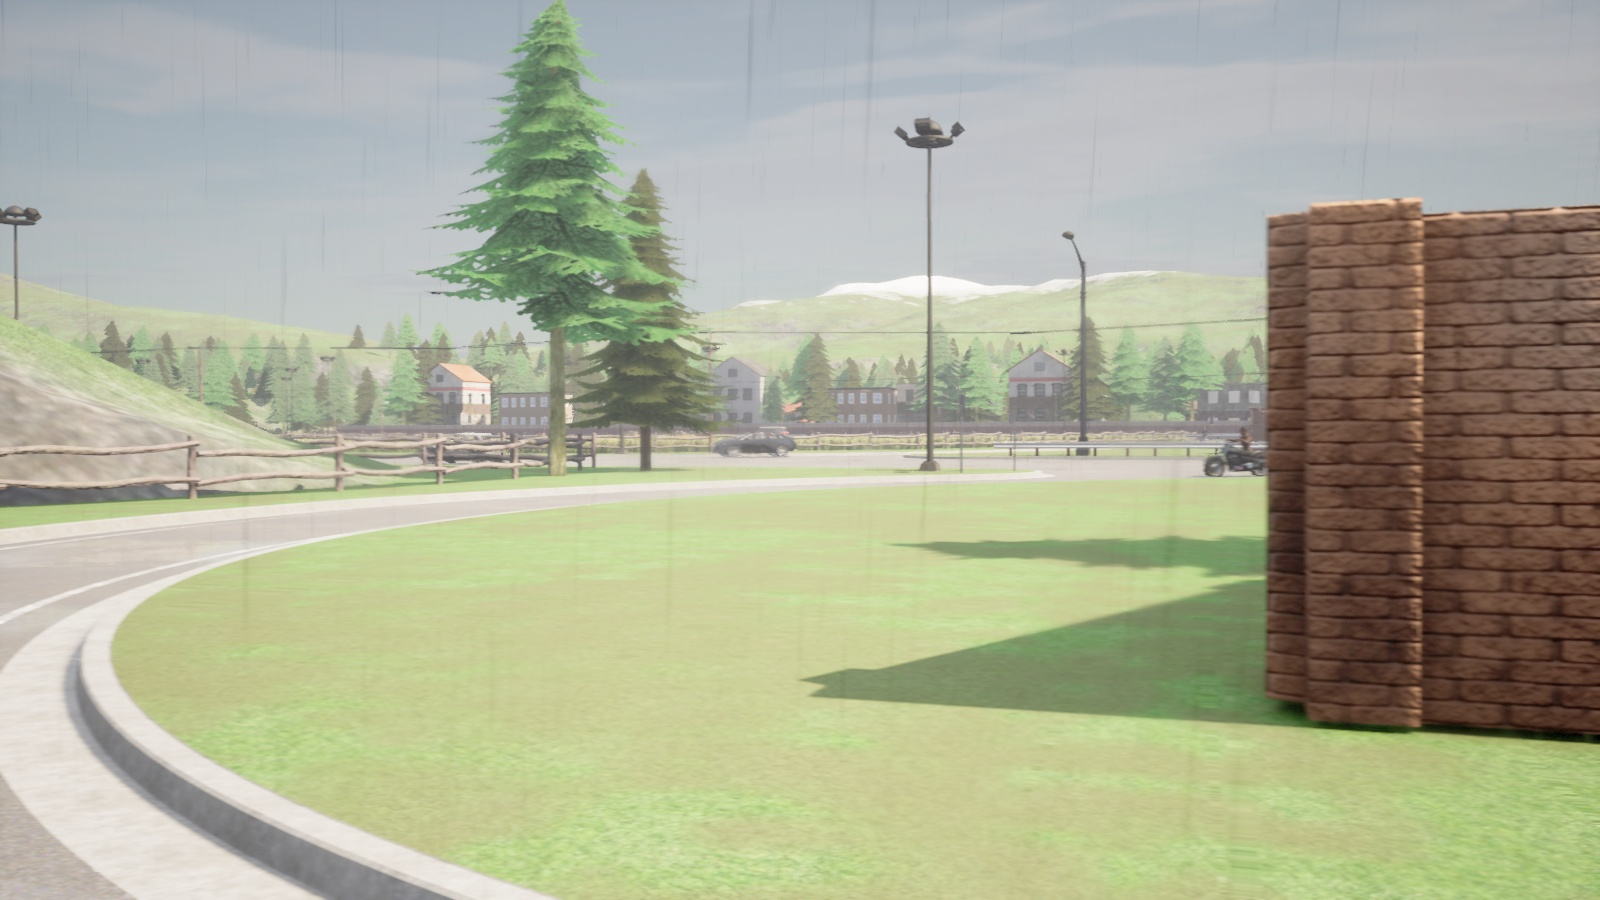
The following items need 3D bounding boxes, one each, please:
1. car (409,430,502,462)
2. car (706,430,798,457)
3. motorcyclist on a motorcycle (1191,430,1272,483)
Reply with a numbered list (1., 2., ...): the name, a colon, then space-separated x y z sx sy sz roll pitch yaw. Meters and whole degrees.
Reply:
1. car: -16.431 -0.230 59.964 3.806 1.475 1.970 1 1 18
2. car: -2.770 -0.379 71.868 4.902 1.511 2.128 0 1 -17
3. motorcyclist on a motorcycle: 13.719 0.189 39.918 2.350 1.649 0.766 0 2 -13
